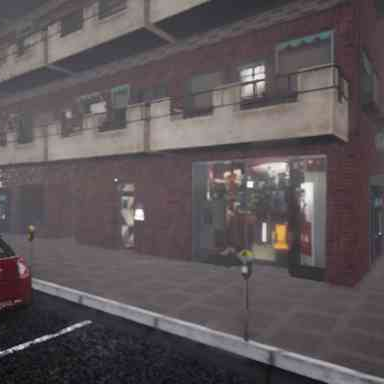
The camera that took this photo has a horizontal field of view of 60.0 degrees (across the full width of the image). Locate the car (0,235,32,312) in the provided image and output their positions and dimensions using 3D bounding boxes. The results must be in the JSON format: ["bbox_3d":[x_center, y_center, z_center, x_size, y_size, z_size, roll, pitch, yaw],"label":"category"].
[{"bbox_3d":[-4.920,1.408,6.391,4.097,1.590,1.967,0,0,36],"label":"car"}]
